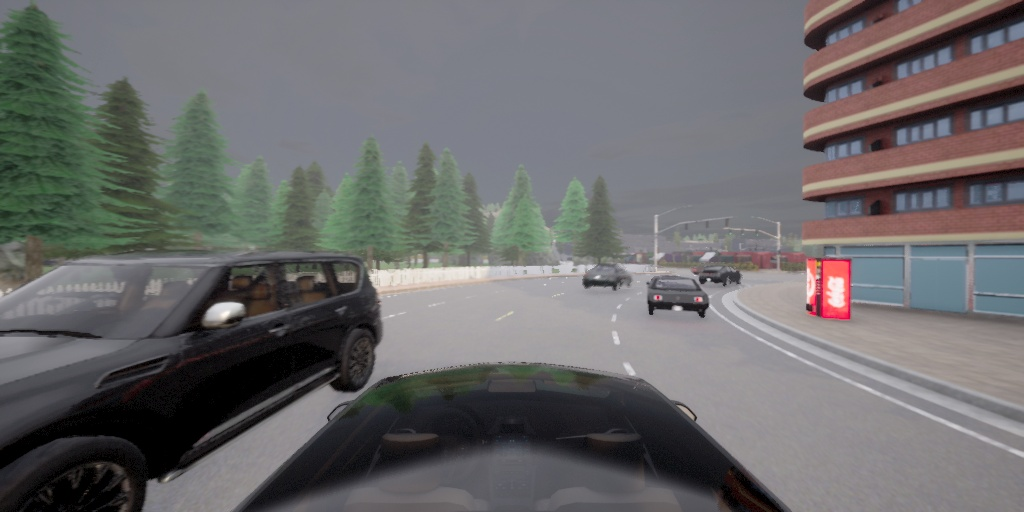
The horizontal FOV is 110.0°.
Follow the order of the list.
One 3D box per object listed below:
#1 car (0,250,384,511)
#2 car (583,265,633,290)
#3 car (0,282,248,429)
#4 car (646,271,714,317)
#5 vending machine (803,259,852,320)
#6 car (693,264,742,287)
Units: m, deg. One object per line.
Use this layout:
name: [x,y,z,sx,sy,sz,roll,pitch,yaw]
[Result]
car: [-3.382,0.937,3.833,2.150,2.045,5.566,0,0,5]
car: [5.848,1.210,21.590,1.994,1.385,4.181,1,0,32]
car: [-6.615,1.246,5.335,1.994,1.385,4.181,1,0,7]
car: [6.179,1.436,13.790,1.895,1.301,4.718,1,0,20]
vending machine: [10.358,1.074,11.778,1.100,2.100,0.880,0,0,21]
car: [15.846,1.466,27.205,4.892,1.490,1.837,1,0,-42]
